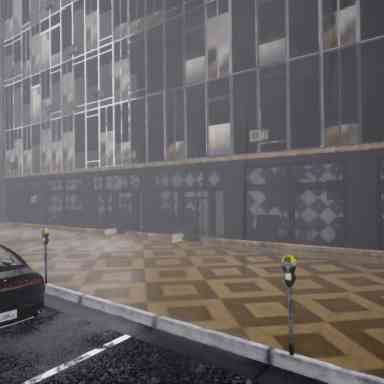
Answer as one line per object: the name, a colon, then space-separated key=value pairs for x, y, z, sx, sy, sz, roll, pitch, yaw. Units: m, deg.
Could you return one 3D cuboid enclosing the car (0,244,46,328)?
car: x=-4.424 y=1.553 z=6.062 sx=4.403 sy=1.369 sz=2.008 roll=0 pitch=-1 yaw=36
